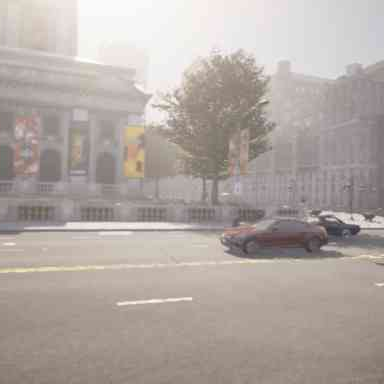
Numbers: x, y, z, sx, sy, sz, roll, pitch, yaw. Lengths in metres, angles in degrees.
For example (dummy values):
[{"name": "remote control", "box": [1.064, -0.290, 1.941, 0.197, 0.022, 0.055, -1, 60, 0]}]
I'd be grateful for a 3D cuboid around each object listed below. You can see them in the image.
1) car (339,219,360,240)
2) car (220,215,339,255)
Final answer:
[{"name": "car", "box": [6.990, 1.985, 18.839, 4.718, 1.301, 1.895, 2, -1, -18]}, {"name": "car", "box": [3.508, 1.763, 14.038, 4.674, 1.442, 1.812, 2, -1, -18]}]
